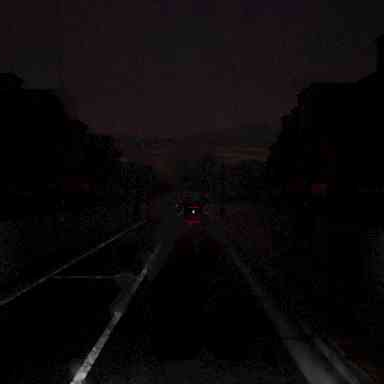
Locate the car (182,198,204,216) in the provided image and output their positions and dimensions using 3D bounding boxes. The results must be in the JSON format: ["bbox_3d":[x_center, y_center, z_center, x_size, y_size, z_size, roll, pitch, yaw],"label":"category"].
[{"bbox_3d":[0.145,1.707,35.097,1.837,1.490,4.892,0,-1,0],"label":"car"}]

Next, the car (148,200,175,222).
[{"bbox_3d":[-2.619,1.667,27.599,1.752,1.417,4.829,-1,0,0],"label":"car"}]

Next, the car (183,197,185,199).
[{"bbox_3d":[-2.583,1.952,55.004,2.008,1.369,4.403,-2,-1,0],"label":"car"}]

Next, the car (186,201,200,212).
[{"bbox_3d":[0.152,1.898,45.238,1.895,1.301,4.718,0,-1,0],"label":"car"}]

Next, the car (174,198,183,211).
[{"bbox_3d":[-2.601,1.726,44.111,1.967,1.590,4.097,-2,-1,0],"label":"car"}]

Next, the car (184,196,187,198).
[{"bbox_3d":[-2.561,2.177,71.346,1.802,1.307,4.206,-2,-1,0],"label":"car"}]
